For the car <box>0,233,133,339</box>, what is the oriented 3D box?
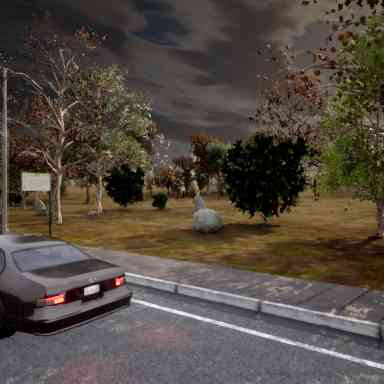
[{"bbox_3d":[-3.580,1.547,6.557,5.357,1.411,2.033,0,0,36],"label":"car"}]
